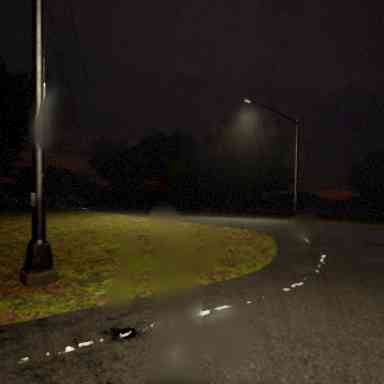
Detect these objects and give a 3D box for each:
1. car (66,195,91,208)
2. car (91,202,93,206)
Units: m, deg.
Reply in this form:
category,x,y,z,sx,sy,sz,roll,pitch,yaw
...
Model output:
category,x,y,z,sx,sy,sz,roll,pitch,yaw
car,-18.494,1.469,53.181,2.150,2.045,5.566,3,-3,-34
car,-22.858,2.360,71.594,2.033,1.411,5.357,4,-3,-35
